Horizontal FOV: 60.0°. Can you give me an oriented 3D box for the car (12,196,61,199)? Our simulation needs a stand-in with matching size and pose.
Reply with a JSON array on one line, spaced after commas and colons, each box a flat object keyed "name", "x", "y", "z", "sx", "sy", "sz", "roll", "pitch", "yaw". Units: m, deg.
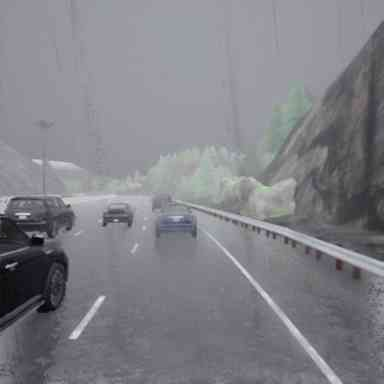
[{"name": "car", "x": -7.904, "y": 1.239, "z": 17.700, "sx": 2.150, "sy": 2.045, "sz": 5.566, "roll": 0, "pitch": 0, "yaw": -6}]

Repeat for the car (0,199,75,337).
[{"name": "car", "x": -3.550, "y": 1.230, "z": 4.509, "sx": 2.150, "sy": 2.045, "sz": 5.566, "roll": 0, "pitch": 0, "yaw": -2}]

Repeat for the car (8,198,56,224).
[{"name": "car", "x": -12.449, "y": 1.379, "z": 26.241, "sx": 2.097, "sy": 1.767, "sz": 4.553, "roll": 0, "pitch": 0, "yaw": -7}]

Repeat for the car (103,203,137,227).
[{"name": "car", "x": -5.008, "y": 1.516, "z": 23.137, "sx": 1.837, "sy": 1.490, "sz": 4.892, "roll": 0, "pitch": 0, "yaw": -7}]

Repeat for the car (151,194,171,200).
[{"name": "car", "x": -3.390, "y": 1.230, "z": 37.880, "sx": 2.150, "sy": 2.045, "sz": 5.566, "roll": 0, "pitch": 0, "yaw": -8}]

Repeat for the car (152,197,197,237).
[{"name": "car", "x": -0.955, "y": 1.355, "z": 18.185, "sx": 2.097, "sy": 1.767, "sz": 4.553, "roll": 0, "pitch": 0, "yaw": -5}]
